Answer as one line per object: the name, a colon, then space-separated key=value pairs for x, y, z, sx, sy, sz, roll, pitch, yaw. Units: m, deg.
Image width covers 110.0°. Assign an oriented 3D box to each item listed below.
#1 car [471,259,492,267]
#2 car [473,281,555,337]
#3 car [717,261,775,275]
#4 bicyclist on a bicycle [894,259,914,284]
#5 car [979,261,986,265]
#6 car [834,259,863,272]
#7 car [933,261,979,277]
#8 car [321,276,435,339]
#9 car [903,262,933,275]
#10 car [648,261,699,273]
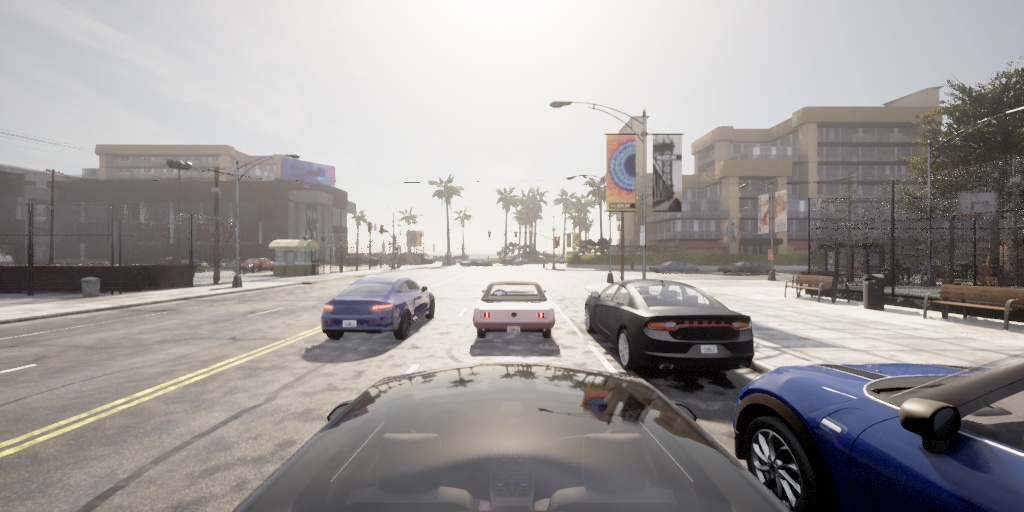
car: x=-5.156 y=1.348 z=64.720 sx=1.895 sy=1.301 sz=4.718 roll=0 pitch=0 yaw=16
car: x=0.061 y=1.350 z=10.233 sx=1.895 sy=1.301 sz=4.718 roll=0 pitch=0 yaw=0
car: x=25.104 y=1.295 z=38.535 sx=5.357 sy=1.411 sz=2.033 roll=0 pitch=0 yaw=-1
bicyclist on a bicycle: x=26.068 y=1.049 z=24.063 sx=0.582 sy=1.620 sz=1.656 roll=0 pitch=0 yaw=-1
car: x=45.198 y=1.240 z=31.624 sx=4.902 sy=1.511 sz=2.128 roll=0 pitch=0 yaw=-1
car: x=40.317 y=1.099 z=42.124 sx=4.553 sy=1.767 sz=2.097 roll=0 pitch=0 yaw=0
car: x=45.165 y=1.240 z=35.124 sx=4.902 sy=1.511 sz=2.128 roll=0 pitch=0 yaw=-1
car: x=-3.441 y=1.275 z=9.938 sx=1.812 sy=1.442 sz=4.674 roll=0 pitch=0 yaw=0
car: x=44.926 y=1.316 z=38.625 sx=4.181 sy=1.385 sz=1.994 roll=0 pitch=0 yaw=0
car: x=18.930 y=1.296 z=41.988 sx=5.357 sy=1.411 sz=2.033 roll=0 pitch=0 yaw=0
